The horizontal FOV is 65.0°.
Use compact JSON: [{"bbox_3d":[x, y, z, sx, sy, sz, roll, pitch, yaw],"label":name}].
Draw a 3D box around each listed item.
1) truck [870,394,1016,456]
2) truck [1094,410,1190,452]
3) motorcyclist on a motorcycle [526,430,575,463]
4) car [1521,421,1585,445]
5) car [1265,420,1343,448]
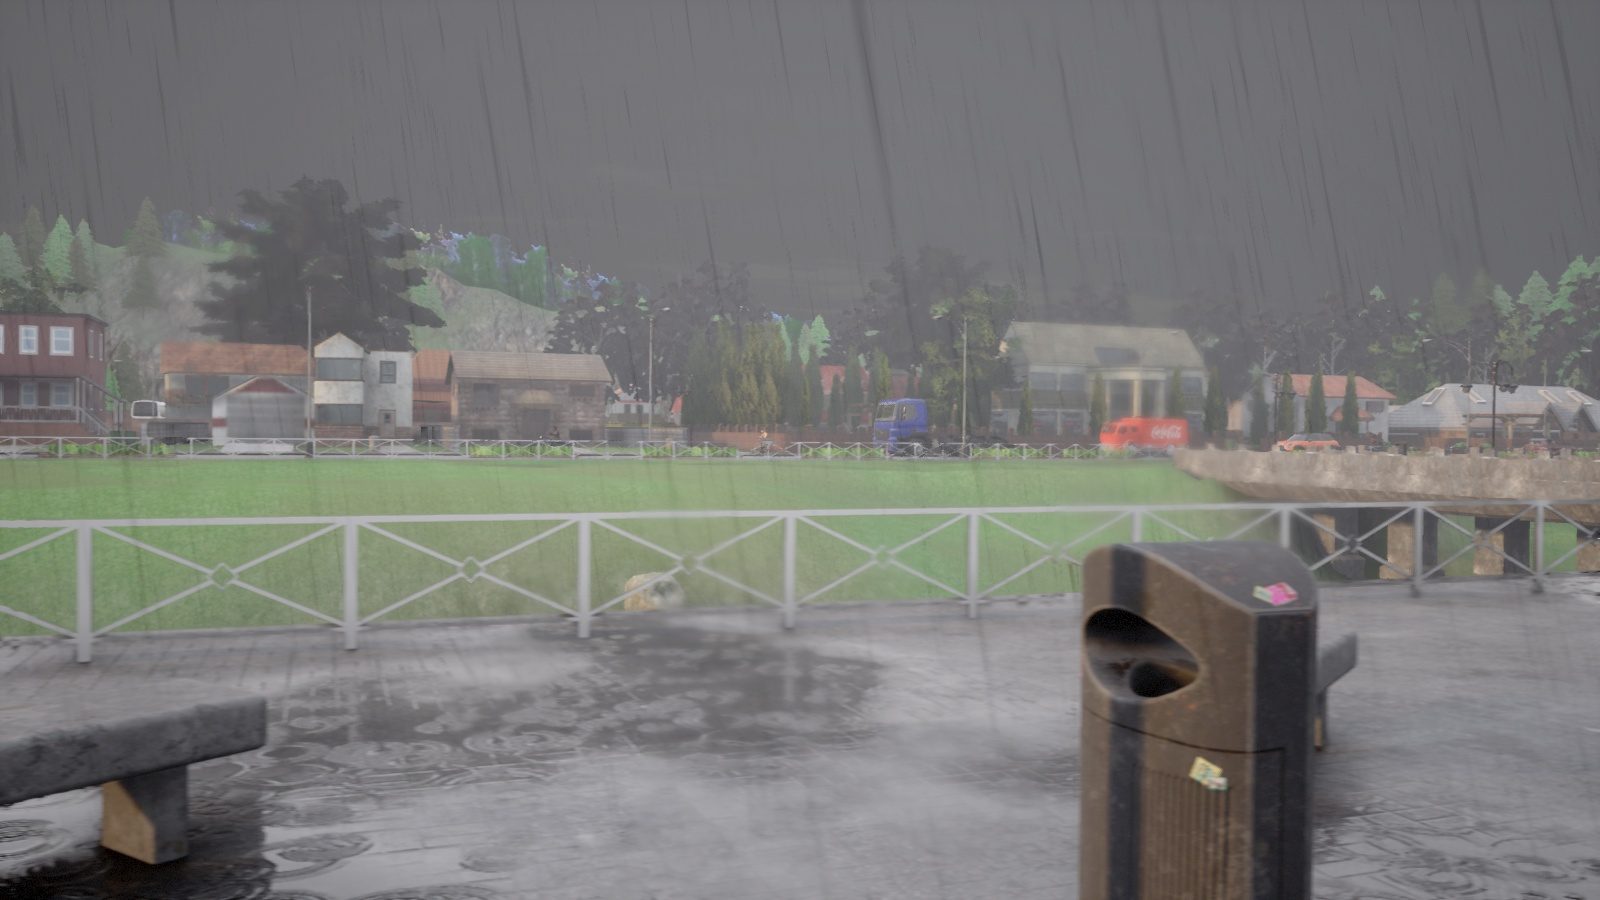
[{"bbox_3d":[8.311,-1.460,72.901,7.936,3.462,2.891,-1,1,-21],"label":"truck"},{"bbox_3d":[21.167,-1.183,77.784,5.204,2.467,2.627,-1,1,-21],"label":"truck"},{"bbox_3d":[-12.878,-0.168,64.873,2.350,1.649,0.766,-1,1,-21],"label":"motorcyclist on a motorcycle"},{"bbox_3d":[50.798,-1.152,84.754,3.705,1.549,1.789,-1,1,-21],"label":"car"},{"bbox_3d":[33.010,-1.039,82.282,4.553,1.767,2.097,-1,1,-21],"label":"car"}]
